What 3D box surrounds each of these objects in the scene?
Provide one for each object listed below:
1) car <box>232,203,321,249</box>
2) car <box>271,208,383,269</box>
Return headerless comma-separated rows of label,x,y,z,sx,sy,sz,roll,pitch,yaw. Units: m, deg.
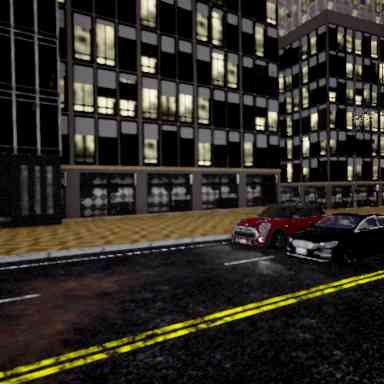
car,3.852,1.292,13.960,4.553,1.767,2.097,0,0,-32
car,5.247,1.442,11.004,4.902,1.511,2.128,0,0,-33
